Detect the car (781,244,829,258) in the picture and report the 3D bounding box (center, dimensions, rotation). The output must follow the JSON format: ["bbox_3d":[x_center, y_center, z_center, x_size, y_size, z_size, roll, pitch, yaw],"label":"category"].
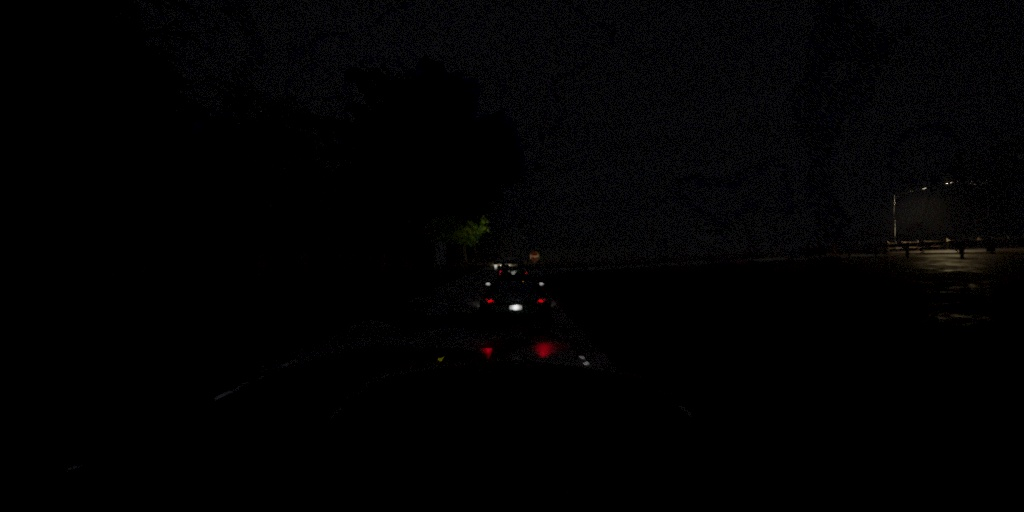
[{"bbox_3d":[35.110,-0.632,43.063,4.902,1.511,2.128,-3,1,1],"label":"car"}]

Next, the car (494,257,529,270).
[{"bbox_3d":[0.075,1.060,24.268,2.097,1.767,4.553,0,0,0],"label":"car"}]

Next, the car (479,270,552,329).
[{"bbox_3d":[0.089,1.290,11.159,1.994,1.385,4.181,0,0,0],"label":"car"}]
